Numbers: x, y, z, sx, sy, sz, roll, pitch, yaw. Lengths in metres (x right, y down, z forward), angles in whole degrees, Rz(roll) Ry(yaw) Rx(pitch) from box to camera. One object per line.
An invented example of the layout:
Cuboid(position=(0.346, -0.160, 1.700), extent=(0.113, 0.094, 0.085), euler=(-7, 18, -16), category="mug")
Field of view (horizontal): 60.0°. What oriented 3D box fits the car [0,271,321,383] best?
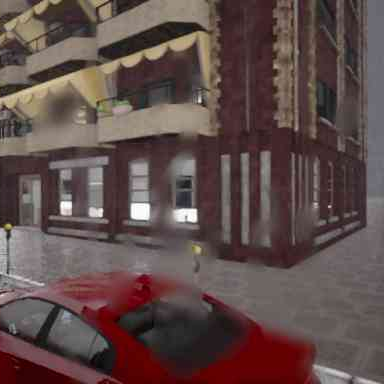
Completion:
Cuboid(position=(-1.036, 1.535, 3.470), extent=(4.507, 1.381, 1.887), euler=(0, 0, 36), category="car")
